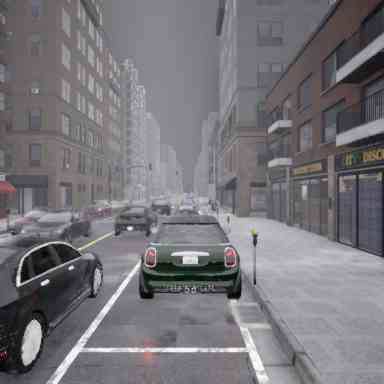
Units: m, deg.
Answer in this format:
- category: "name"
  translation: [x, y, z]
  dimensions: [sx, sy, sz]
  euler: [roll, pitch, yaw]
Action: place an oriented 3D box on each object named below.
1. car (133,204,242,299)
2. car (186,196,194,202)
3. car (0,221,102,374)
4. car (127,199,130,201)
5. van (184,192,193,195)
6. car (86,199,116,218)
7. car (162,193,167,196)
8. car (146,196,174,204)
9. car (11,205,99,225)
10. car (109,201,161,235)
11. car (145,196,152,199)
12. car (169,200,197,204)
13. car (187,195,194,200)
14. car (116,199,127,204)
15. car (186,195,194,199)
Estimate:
- category: "car"
  translation: [-0.033, 1.352, 8.620]
  dimensions: [2.097, 1.767, 4.553]
  euler: [0, 0, 0]
- category: "car"
  translation: [-0.383, 1.579, 79.064]
  dimensions: [1.802, 1.307, 4.206]
  euler: [0, 0, 0]
- category: "car"
  translation: [-2.923, 1.504, 5.586]
  dimensions: [1.837, 1.490, 4.892]
  euler: [0, 0, 0]
- category: "car"
  translation: [-8.408, 1.551, 40.611]
  dimensions: [2.008, 1.369, 4.403]
  euler: [0, 0, 0]
- category: "van"
  translation: [-0.383, 1.339, 67.702]
  dimensions: [1.690, 1.788, 3.998]
  euler: [0, 0, 0]
- category: "car"
  translation: [-8.408, 1.440, 29.575]
  dimensions: [1.967, 1.590, 4.097]
  euler: [0, 0, 0]
- category: "car"
  translation: [-8.408, 1.518, 90.251]
  dimensions: [1.752, 1.417, 4.829]
  euler: [0, 0, 0]
- category: "car"
  translation: [-2.924, 1.477, 31.869]
  dimensions: [1.882, 1.535, 5.008]
  euler: [0, 0, 0]
- category: "car"
  translation: [-5.868, 1.526, 14.947]
  dimensions: [1.812, 1.442, 4.674]
  euler: [0, 0, 0]
- category: "car"
  translation: [-3.018, 1.506, 18.645]
  dimensions: [1.837, 1.490, 4.892]
  euler: [0, 0, 0]
- category: "car"
  translation: [-8.408, 1.549, 67.693]
  dimensions: [2.008, 1.369, 4.403]
  euler: [0, 0, 0]
- category: "car"
  translation: [-0.383, 1.551, 24.063]
  dimensions: [2.008, 1.369, 4.403]
  euler: [0, 0, 0]
- category: "car"
  translation: [-0.383, 1.575, 90.427]
  dimensions: [1.802, 1.307, 4.206]
  euler: [0, 0, 0]
- category: "car"
  translation: [-8.408, 1.525, 34.923]
  dimensions: [1.752, 1.417, 4.829]
  euler: [0, 0, 0]
- category: "car"
  translation: [-0.383, 1.440, 35.101]
  dimensions: [1.967, 1.590, 4.097]
  euler: [0, 0, 0]
